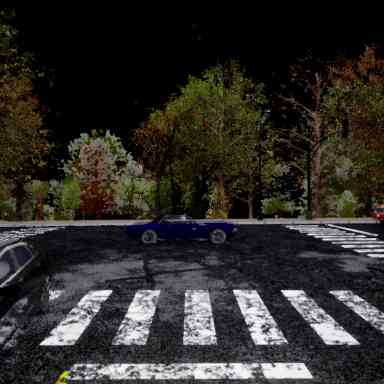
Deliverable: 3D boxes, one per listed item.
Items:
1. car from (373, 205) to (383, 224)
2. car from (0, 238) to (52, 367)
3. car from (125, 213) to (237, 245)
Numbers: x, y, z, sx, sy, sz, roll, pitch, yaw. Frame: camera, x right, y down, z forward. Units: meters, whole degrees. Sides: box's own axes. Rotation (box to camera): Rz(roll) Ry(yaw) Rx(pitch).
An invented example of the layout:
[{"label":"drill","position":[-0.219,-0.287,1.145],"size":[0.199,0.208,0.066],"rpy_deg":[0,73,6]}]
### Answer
[{"label":"car","position":[14.631,1.127,21.171],"size":[5.566,2.045,2.150],"rpy_deg":[-1,-1,1]},{"label":"car","position":[-3.250,1.481,4.503],"size":[2.128,1.511,4.902],"rpy_deg":[0,1,-12]},{"label":"car","position":[-0.415,1.570,14.681],"size":[4.718,1.301,1.895],"rpy_deg":[-1,-1,1]}]
